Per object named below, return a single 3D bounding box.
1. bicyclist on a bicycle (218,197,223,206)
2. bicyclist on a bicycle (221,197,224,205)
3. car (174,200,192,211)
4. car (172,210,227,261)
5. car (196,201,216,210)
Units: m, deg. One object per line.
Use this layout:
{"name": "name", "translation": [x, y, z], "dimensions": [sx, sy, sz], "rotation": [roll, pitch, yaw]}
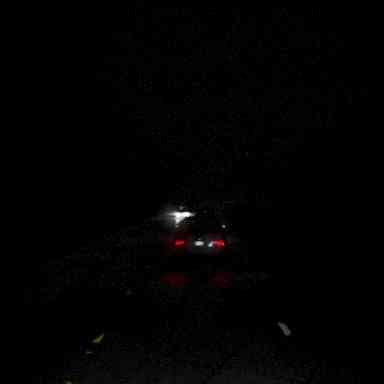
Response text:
{"name": "bicyclist on a bicycle", "translation": [5.542, 1.948, 66.704], "dimensions": [0.582, 1.620, 1.656], "rotation": [0, -1, 8]}
{"name": "bicyclist on a bicycle", "translation": [6.853, 2.024, 75.565], "dimensions": [0.582, 1.620, 1.656], "rotation": [0, -1, 9]}
{"name": "car", "translation": [-1.090, 1.780, 42.797], "dimensions": [2.128, 1.511, 4.902], "rotation": [0, -1, 5]}
{"name": "car", "translation": [0.307, 1.619, 12.563], "dimensions": [2.033, 1.411, 5.357], "rotation": [0, 0, 2]}
{"name": "car", "translation": [1.412, 1.695, 34.167], "dimensions": [1.882, 1.535, 5.008], "rotation": [0, 0, 4]}
